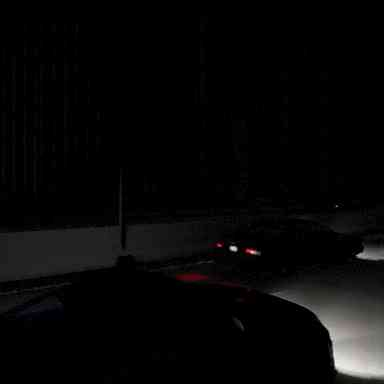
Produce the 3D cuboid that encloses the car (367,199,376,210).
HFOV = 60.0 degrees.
[{"bbox_3d":[20.033,1.495,39.710,5.008,1.535,1.882,0,0,-35],"label":"car"}]

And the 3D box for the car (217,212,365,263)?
[{"bbox_3d":[3.142,1.551,10.278,5.357,1.411,2.033,0,0,-35],"label":"car"}]

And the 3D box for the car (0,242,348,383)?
[{"bbox_3d":[-0.393,1.564,3.452,4.181,1.385,1.994,0,0,-36],"label":"car"}]

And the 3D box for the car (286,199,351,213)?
[{"bbox_3d":[8.372,1.500,22.834,4.902,1.511,2.128,0,0,-35],"label":"car"}]

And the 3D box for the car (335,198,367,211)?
[{"bbox_3d":[13.875,1.364,31.043,4.553,1.767,2.097,0,0,-35],"label":"car"}]
